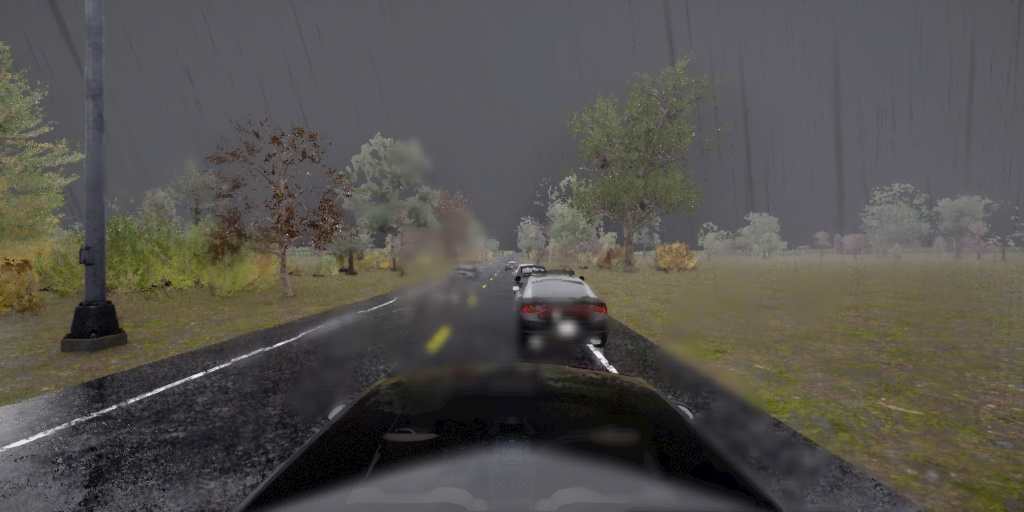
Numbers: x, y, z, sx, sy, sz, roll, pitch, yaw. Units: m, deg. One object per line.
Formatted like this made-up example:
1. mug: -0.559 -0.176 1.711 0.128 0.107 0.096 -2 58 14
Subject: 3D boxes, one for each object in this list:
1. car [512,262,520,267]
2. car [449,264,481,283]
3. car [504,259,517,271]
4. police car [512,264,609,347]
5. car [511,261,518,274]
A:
1. car: 1.056 1.248 19.306 1.837 1.490 4.892 0 0 0
2. car: -3.490 1.301 27.267 1.994 1.385 4.181 0 0 0
3. car: 0.051 1.238 47.420 1.812 1.442 4.674 0 0 1
4. police car: 1.053 1.173 9.415 1.930 1.638 5.238 0 0 0
5. car: 1.058 1.265 25.307 1.812 1.442 4.674 0 0 0
